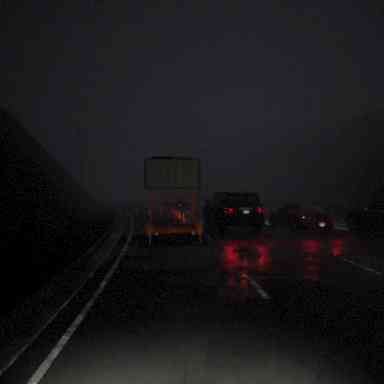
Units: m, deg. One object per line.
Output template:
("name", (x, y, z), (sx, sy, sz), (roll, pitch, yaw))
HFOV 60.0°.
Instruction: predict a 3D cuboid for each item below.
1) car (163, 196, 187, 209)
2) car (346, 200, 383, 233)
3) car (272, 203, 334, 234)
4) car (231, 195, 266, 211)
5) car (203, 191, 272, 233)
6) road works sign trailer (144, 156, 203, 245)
("car", (-1.841, 1.041, 35.434), (1.812, 1.442, 4.674), (0, 1, -16))
("car", (9.397, 1.132, 15.800), (2.097, 1.767, 4.553), (0, 1, -7))
("car", (5.654, 1.283, 17.560), (1.812, 1.442, 4.674), (0, 1, -8))
("car", (5.726, 1.092, 34.303), (1.994, 1.385, 4.181), (0, 1, -15))
("car", (2.089, 0.975, 17.935), (2.150, 2.045, 5.566), (0, 1, -8))
("road works sign trailer", (-0.879, 0.265, 14.495), (2.380, 3.560, 2.880), (0, 1, -10))
